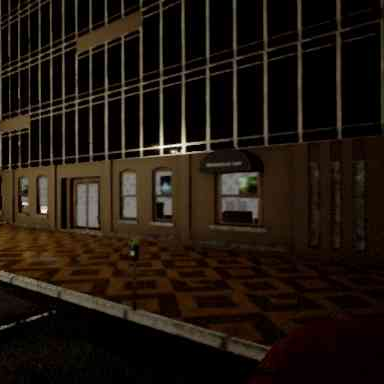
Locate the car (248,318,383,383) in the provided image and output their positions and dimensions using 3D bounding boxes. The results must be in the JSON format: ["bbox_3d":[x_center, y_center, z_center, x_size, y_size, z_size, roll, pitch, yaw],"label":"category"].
[{"bbox_3d":[2.522,1.312,1.083,5.009,1.841,2.192,0,0,35],"label":"car"}]
